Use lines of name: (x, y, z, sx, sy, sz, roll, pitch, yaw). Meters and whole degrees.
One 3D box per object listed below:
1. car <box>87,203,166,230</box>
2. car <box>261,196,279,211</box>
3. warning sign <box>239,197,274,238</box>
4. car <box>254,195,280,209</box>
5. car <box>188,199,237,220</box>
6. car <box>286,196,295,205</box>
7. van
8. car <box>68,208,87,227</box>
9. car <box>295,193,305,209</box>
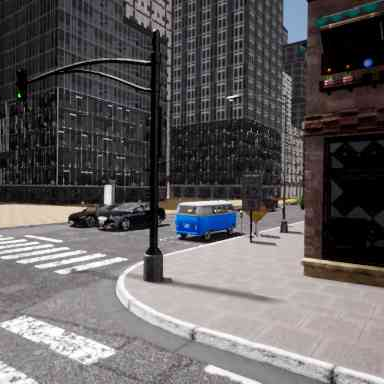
car: (-3.659, 1.431, 20.695, 2.128, 1.511, 4.902, 1, 1, 35)
car: (7.754, 1.430, 36.731, 1.812, 1.442, 4.674, 1, 1, 36)
warning sign: (3.117, 1.177, 16.124, 1.300, 1.860, 1.060, 1, 1, 35)
car: (10.039, 1.293, 44.419, 1.967, 1.590, 4.097, 1, 1, 35)
car: (1.860, 1.426, 28.451, 1.837, 1.490, 4.892, 1, 1, 36)
car: (16.354, 1.364, 53.299, 1.752, 1.417, 4.829, 1, 1, 35)
van: (0.835, 1.368, 17.018, 1.690, 1.788, 3.998, 1, 1, 35)
car: (-5.996, 1.467, 21.879, 1.947, 1.339, 4.313, 1, 1, 35)
car: (15.418, 1.159, 42.093, 2.150, 2.045, 5.566, 1, 1, 36)
